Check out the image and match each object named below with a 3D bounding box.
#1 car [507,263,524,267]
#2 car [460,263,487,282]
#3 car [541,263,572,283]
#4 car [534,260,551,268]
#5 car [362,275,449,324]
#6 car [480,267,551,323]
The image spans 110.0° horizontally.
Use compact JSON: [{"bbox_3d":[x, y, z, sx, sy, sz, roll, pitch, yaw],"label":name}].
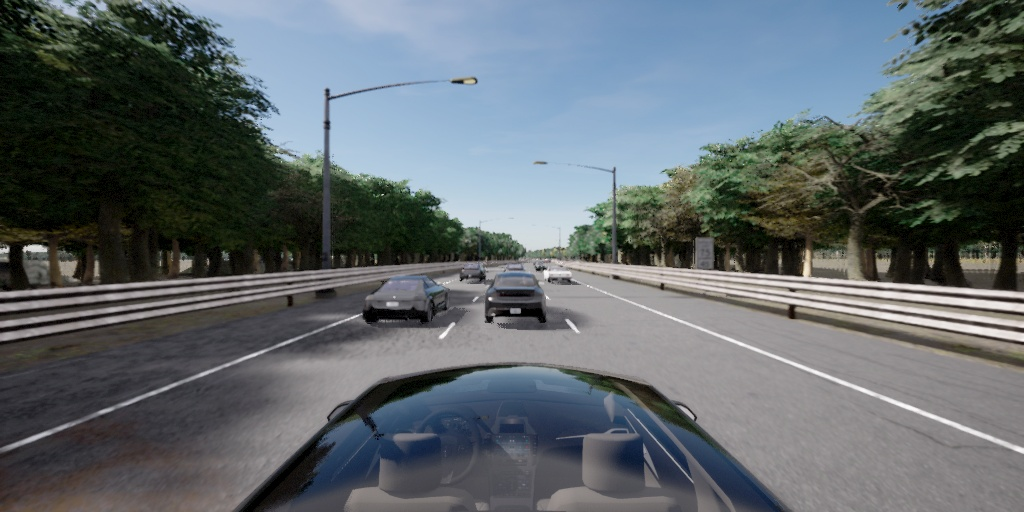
[{"bbox_3d":[0.282,1.369,30.407,2.128,1.511,4.902,0,0,1],"label":"car"},{"bbox_3d":[-3.220,1.368,30.374,2.128,1.511,4.902,0,0,1],"label":"car"},{"bbox_3d":[3.650,1.470,29.318,1.895,1.301,4.718,0,0,1],"label":"car"},{"bbox_3d":[4.351,1.649,53.180,1.895,1.301,4.718,0,-1,2],"label":"car"},{"bbox_3d":[-3.398,1.349,12.208,1.994,1.385,4.181,0,0,0],"label":"car"},{"bbox_3d":[0.103,1.291,12.352,1.837,1.490,4.892,0,0,0],"label":"car"}]
